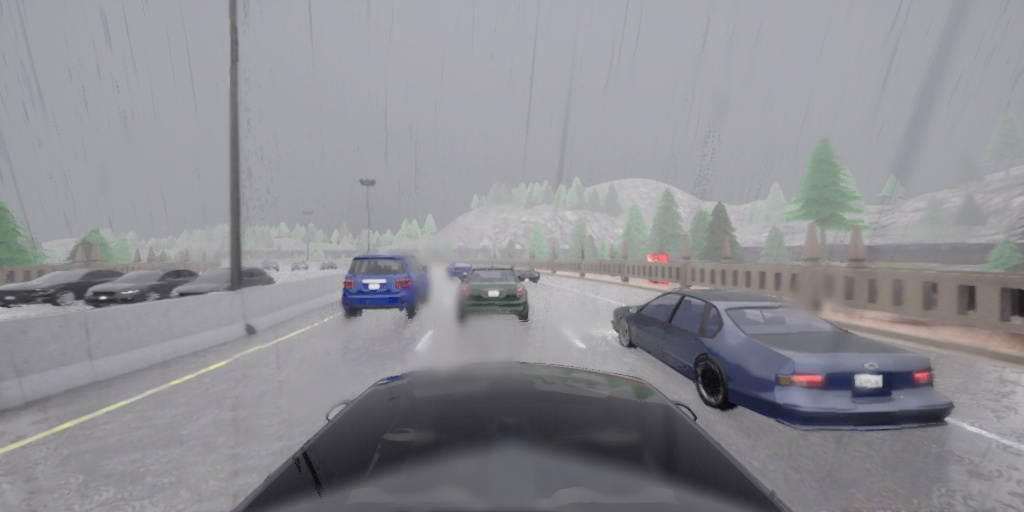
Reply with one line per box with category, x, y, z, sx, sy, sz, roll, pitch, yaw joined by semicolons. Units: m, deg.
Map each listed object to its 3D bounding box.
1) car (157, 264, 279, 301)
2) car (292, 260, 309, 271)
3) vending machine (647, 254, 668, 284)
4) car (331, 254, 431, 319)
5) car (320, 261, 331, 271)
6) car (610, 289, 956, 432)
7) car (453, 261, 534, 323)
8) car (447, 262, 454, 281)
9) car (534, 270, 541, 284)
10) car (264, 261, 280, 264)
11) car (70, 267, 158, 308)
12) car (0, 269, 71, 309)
car;-11.860;1.277;15.129;1.837;1.490;4.892;0;0;-10
car;-31.583;1.412;53.453;2.128;1.511;4.902;-1;0;-36
vending machine;9.250;0.836;22.829;1.100;2.100;0.880;0;0;-11
car;-4.256;0.958;12.928;2.150;2.045;5.566;0;0;-7
car;-27.484;1.440;53.761;1.994;1.385;4.181;-1;0;-34
car;3.359;1.269;6.029;2.033;1.411;5.357;0;0;-3
car;-0.722;1.073;12.232;2.097;1.767;4.553;0;0;-6
car;-4.301;1.182;29.920;1.882;1.535;5.008;0;0;-16
car;0.472;1.284;25.789;1.895;1.301;4.718;0;0;-13
car;-35.908;1.471;53.384;1.837;1.490;4.892;0;0;-38
car;-15.479;1.296;15.590;1.837;1.490;4.892;0;0;-10
car;-19.040;1.289;15.749;1.882;1.535;5.008;0;0;-11
